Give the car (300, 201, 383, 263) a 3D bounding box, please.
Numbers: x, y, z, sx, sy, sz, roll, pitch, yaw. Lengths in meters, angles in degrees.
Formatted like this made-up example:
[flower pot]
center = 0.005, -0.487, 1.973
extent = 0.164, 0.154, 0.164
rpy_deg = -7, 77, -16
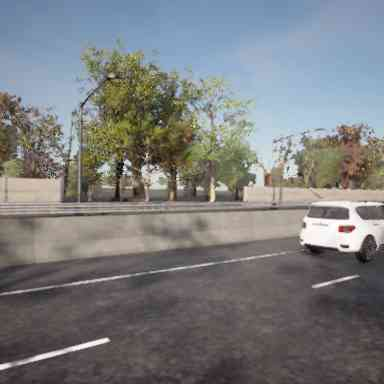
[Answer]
[car]
center = 6.555, 1.367, 12.824
extent = 5.566, 2.045, 2.150
rpy_deg = 0, 0, -35
